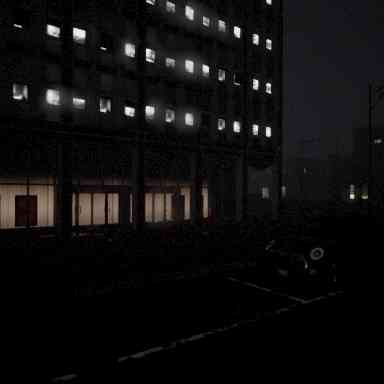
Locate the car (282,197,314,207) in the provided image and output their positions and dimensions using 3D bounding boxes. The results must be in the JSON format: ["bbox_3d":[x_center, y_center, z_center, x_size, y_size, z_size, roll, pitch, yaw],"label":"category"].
[{"bbox_3d":[15.457,1.480,48.509,1.802,1.307,4.206,1,0,-35],"label":"car"}]

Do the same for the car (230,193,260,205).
[{"bbox_3d":[9.157,1.168,57.615,2.192,1.841,5.009,1,0,-35],"label":"car"}]

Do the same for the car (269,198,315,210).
[{"bbox_3d":[11.716,1.427,39.188,2.008,1.369,4.403,1,0,-35],"label":"car"}]

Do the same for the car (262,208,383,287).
[{"bbox_3d":[3.850,1.441,9.312,4.097,1.590,1.967,0,0,-36],"label":"car"}]

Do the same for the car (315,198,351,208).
[{"bbox_3d":[18.511,1.447,44.095,1.752,1.417,4.829,1,0,-35],"label":"car"}]

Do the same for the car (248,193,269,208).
[{"bbox_3d":[8.567,1.168,43.742,2.192,1.841,5.009,1,0,-35],"label":"car"}]
